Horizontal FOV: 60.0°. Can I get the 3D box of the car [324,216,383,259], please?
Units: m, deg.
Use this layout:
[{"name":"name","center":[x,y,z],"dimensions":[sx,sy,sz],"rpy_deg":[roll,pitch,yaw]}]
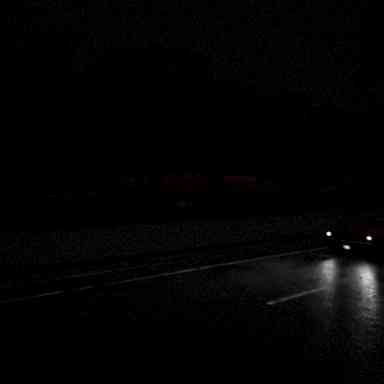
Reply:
[{"name":"car","center":[7.154,1.606,12.784],"dimensions":[4.718,1.301,1.895],"rpy_deg":[0,0,-36]}]
